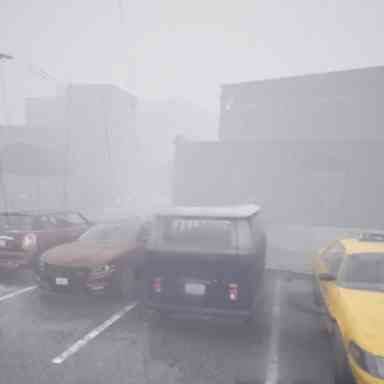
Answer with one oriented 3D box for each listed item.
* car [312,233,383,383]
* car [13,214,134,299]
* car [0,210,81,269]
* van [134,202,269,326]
[{"bbox_3d":[2.931,1.464,5.146,1.946,1.575,5.366,1,0,16],"label":"car"},{"bbox_3d":[-1.806,1.454,8.740,2.097,1.535,5.008,1,0,15],"label":"car"},{"bbox_3d":[-4.227,1.320,10.413,2.185,1.767,4.553,0,-1,15],"label":"car"},{"bbox_3d":[0.621,1.237,7.145,1.878,1.987,4.442,0,-1,15],"label":"van"}]
